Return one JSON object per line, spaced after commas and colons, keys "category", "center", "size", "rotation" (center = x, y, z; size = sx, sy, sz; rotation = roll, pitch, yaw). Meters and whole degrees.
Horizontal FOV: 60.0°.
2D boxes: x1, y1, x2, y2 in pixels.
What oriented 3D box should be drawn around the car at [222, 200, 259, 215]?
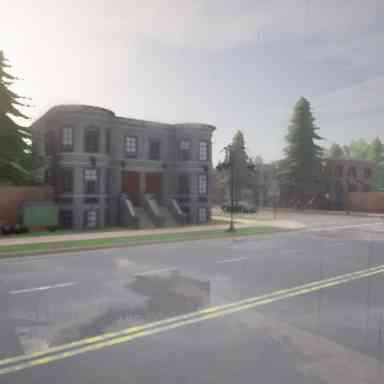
{"category": "car", "center": [5.295, 1.690, 37.133], "size": [1.837, 1.490, 4.892], "rotation": [1, 0, -33]}
